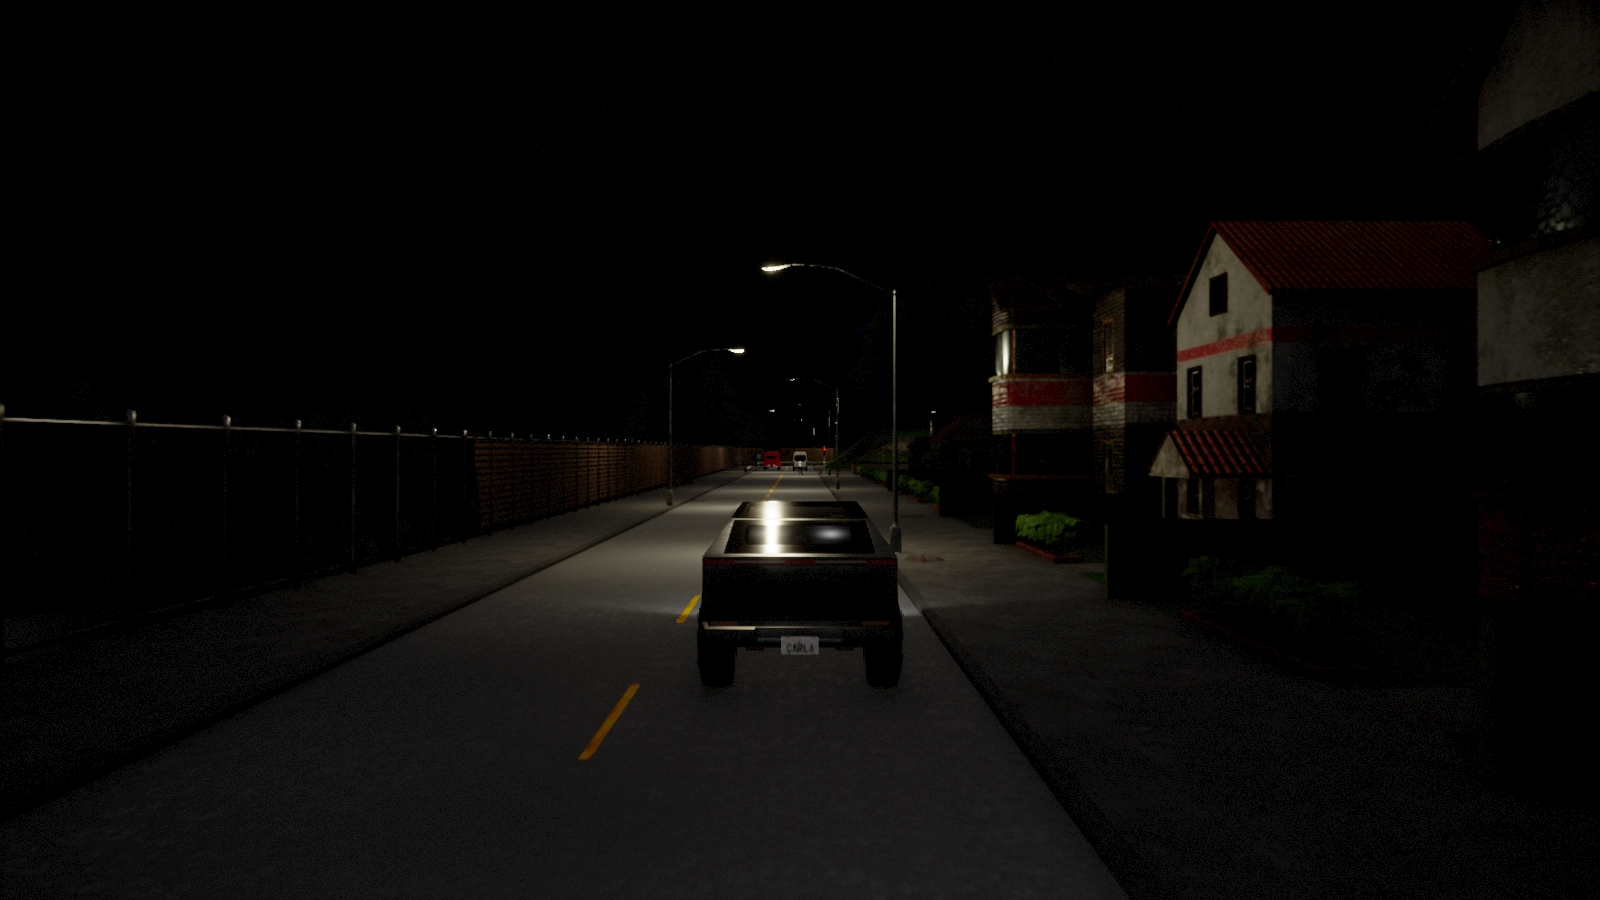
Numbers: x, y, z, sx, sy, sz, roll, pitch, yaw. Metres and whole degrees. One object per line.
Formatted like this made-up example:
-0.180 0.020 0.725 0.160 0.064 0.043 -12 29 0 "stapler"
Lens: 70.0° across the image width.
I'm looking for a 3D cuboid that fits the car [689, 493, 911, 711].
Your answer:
-0.001 1.753 15.407 2.390 2.098 6.274 0 0 0 "car"
